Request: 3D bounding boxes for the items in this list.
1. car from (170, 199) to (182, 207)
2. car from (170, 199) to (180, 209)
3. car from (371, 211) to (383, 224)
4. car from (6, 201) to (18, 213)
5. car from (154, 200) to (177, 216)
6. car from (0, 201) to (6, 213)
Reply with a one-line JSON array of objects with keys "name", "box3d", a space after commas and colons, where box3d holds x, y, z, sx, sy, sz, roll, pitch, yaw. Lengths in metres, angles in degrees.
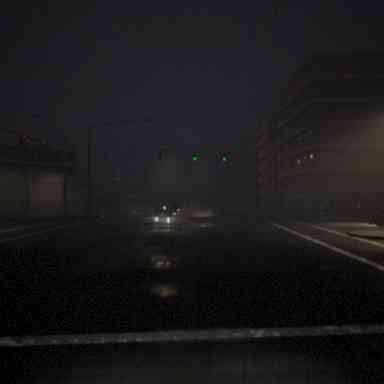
[{"name": "car", "box3d": [-3.199, 2.248, 67.238, 2.033, 1.411, 5.357, 0, -1, 0]}, {"name": "car", "box3d": [-3.122, 1.966, 46.889, 1.882, 1.535, 5.008, 0, -1, 0]}, {"name": "car", "box3d": [16.257, 1.834, 25.792, 4.181, 1.385, 1.994, 0, -1, 1]}, {"name": "car", "box3d": [-23.965, 1.888, 41.531, 3.806, 1.475, 1.970, 0, -1, 1]}, {"name": "car", "box3d": [-3.073, 1.937, 37.312, 2.033, 1.411, 5.357, 0, -1, 0]}, {"name": "car", "box3d": [-23.257, 1.668, 35.781, 4.611, 1.667, 2.242, 0, -1, 1]}]
